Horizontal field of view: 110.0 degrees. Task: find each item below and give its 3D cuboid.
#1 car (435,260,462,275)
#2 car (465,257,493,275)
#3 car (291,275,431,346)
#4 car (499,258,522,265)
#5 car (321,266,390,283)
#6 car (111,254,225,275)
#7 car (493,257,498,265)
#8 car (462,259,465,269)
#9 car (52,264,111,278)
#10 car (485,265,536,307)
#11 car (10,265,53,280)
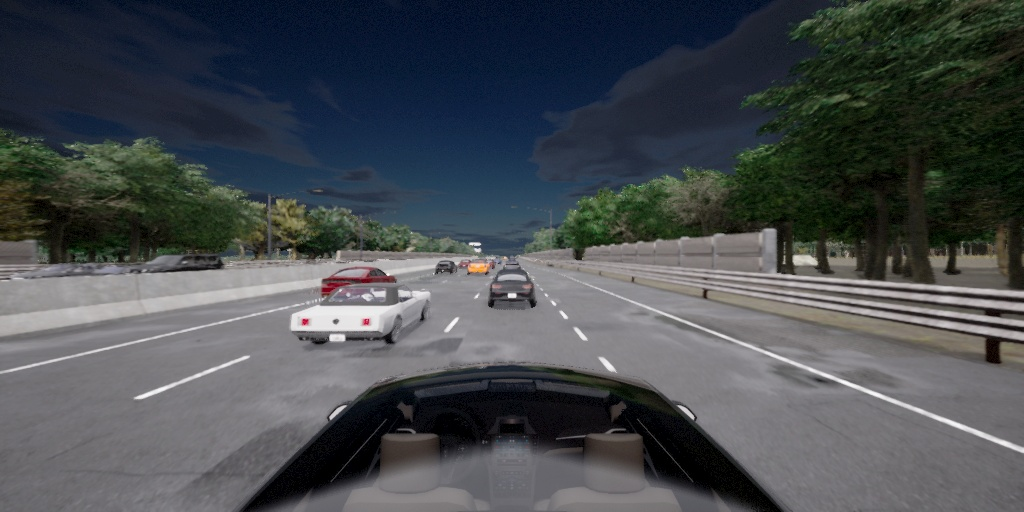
[{"bbox_3d":[-6.989,1.233,38.646,1.837,1.490,4.892,0,0,0],"label":"car"},{"bbox_3d":[-3.488,1.079,38.586,2.097,1.767,4.553,0,0,0],"label":"car"},{"bbox_3d":[-3.499,1.353,9.426,1.895,1.301,4.718,0,0,0],"label":"car"},{"bbox_3d":[0.012,1.218,38.646,2.128,1.511,4.902,0,0,0],"label":"car"},{"bbox_3d":[-6.996,1.229,16.922,1.882,1.535,5.008,0,0,0],"label":"car"},{"bbox_3d":[-20.994,0.883,22.642,2.150,2.045,5.566,0,0,0],"label":"car"},{"bbox_3d":[-3.483,1.237,54.492,1.812,1.442,4.674,0,0,0],"label":"car"},{"bbox_3d":[-6.983,1.237,54.493,1.812,1.442,4.674,0,0,0],"label":"car"},{"bbox_3d":[-24.494,1.303,22.672,2.033,1.411,5.357,0,0,0],"label":"car"},{"bbox_3d":[0.005,1.277,15.403,1.812,1.442,4.674,0,0,0],"label":"car"},{"bbox_3d":[-27.994,1.254,22.674,2.128,1.511,4.902,0,0,0],"label":"car"}]
